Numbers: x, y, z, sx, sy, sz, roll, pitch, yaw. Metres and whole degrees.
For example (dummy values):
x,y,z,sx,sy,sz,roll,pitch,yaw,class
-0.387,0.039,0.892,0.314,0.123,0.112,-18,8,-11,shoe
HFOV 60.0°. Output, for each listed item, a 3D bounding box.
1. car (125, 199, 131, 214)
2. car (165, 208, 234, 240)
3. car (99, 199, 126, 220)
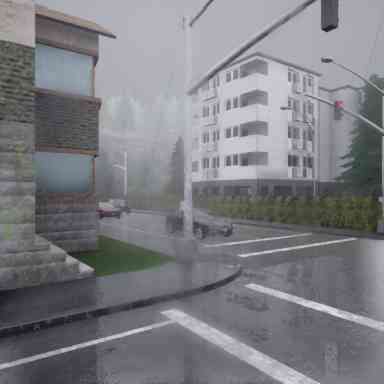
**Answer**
x,y,z,sx,sy,sz,roll,pitch,yaw,class
-8.744,1.528,37.628,2.097,1.767,4.553,0,0,-35,car
0.279,1.682,18.624,1.837,1.490,4.892,0,0,-36,car
-8.130,1.654,30.429,1.882,1.535,5.008,0,0,-35,car
